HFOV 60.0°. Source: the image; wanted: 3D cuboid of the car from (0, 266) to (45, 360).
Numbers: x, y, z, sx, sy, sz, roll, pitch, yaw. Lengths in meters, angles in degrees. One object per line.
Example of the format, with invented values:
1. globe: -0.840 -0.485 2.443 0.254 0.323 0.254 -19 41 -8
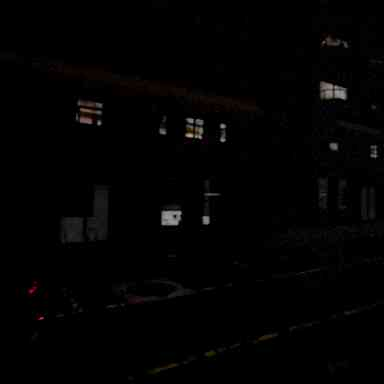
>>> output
1. car: -4.325 1.551 3.715 4.902 1.511 2.128 0 -1 -31
